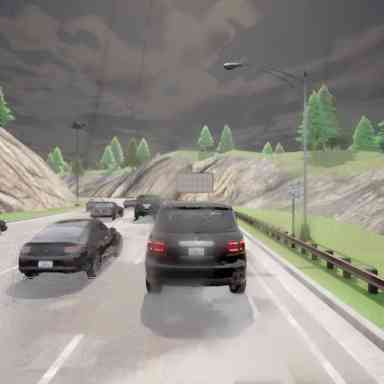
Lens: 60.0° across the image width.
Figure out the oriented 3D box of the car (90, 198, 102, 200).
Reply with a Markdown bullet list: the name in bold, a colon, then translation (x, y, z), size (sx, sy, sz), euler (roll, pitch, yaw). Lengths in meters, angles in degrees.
- **car**: translation (-11.042, 1.490, 38.783), size (2.128, 1.511, 4.902), euler (0, 0, -5)

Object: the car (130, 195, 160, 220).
- **car**: translation (-3.465, 1.223, 27.823), size (2.150, 2.045, 5.566), euler (0, 0, -1)

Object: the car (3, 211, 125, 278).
- **car**: translation (-3.407, 1.526, 10.032), size (1.812, 1.442, 4.674), euler (0, 0, 0)

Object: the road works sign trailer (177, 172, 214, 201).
- **road works sign trailer**: translation (0.200, 0.464, 21.684), size (2.380, 3.560, 2.880), euler (0, 0, 0)

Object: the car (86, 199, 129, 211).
- **car**: translation (-6.950, 1.547, 27.663), size (2.033, 1.411, 5.357), euler (0, 0, -1)

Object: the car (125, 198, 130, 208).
- **car**: translation (-8.108, 1.491, 44.130), size (2.128, 1.511, 4.902), euler (0, 0, -7)

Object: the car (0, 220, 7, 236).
- **car**: translation (-10.413, 1.547, 14.742), size (2.033, 1.411, 5.357), euler (0, 0, 0)

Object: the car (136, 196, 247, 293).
- **car**: translation (0.093, 1.221, 8.972), size (2.150, 2.045, 5.566), euler (0, 0, 0)

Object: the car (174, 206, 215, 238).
- **car**: translation (0.116, 1.558, 18.186), size (1.994, 1.385, 4.181), euler (0, 0, 0)
